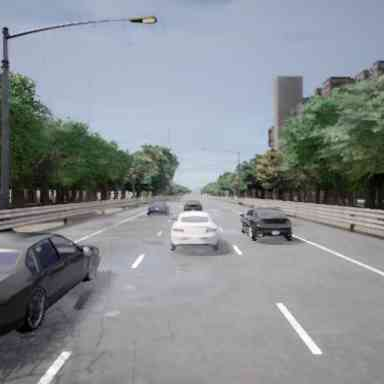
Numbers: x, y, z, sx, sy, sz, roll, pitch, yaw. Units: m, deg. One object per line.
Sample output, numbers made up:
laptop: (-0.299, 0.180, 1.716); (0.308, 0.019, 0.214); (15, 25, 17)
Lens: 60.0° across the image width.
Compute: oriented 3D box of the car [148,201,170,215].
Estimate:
car: (-3.381, 1.613, 34.323); (1.994, 1.385, 4.181); (0, 0, 0)

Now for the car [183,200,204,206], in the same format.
car: (0.118, 1.552, 33.818); (1.837, 1.490, 4.892); (0, 0, 0)

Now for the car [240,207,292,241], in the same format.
car: (3.610, 1.509, 16.768); (1.837, 1.490, 4.892); (0, 0, 0)

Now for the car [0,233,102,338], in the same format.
car: (-3.399, 1.548, 6.714); (2.033, 1.411, 5.357); (0, 0, 0)

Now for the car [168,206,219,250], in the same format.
car: (0.106, 1.528, 14.111); (1.812, 1.442, 4.674); (0, 0, 0)
